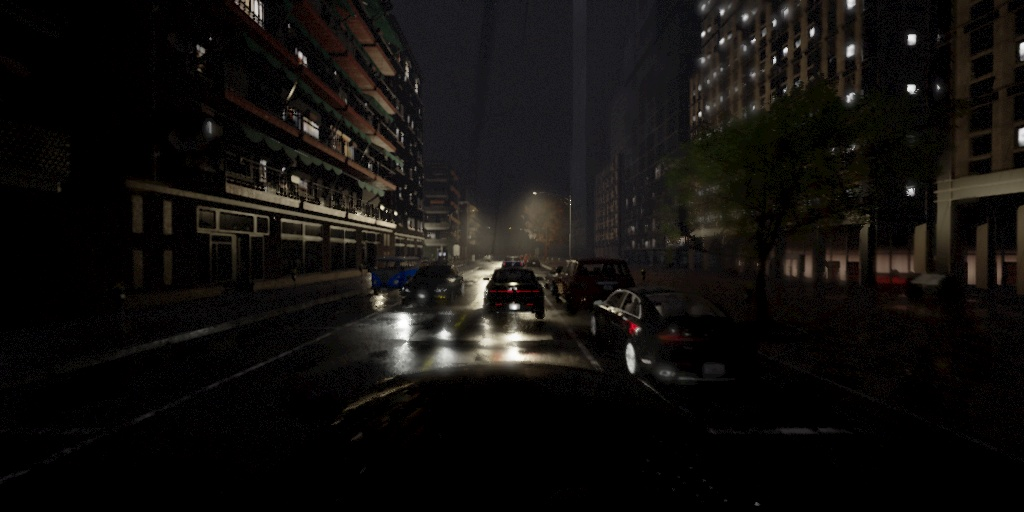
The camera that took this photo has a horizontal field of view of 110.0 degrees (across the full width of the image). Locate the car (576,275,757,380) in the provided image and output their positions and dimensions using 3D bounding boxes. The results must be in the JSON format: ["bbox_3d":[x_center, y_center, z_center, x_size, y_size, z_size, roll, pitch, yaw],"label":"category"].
[{"bbox_3d":[2.690,1.246,6.953,2.007,1.370,4.403,0,0,0],"label":"car"}]

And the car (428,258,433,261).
[{"bbox_3d":[-5.693,1.055,23.350,1.751,1.417,4.829,0,0,0],"label":"car"}]

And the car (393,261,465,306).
[{"bbox_3d":[-3.102,1.121,14.818,1.837,1.490,4.892,0,1,0],"label":"car"}]

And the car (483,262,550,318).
[{"bbox_3d":[0.046,1.144,12.444,1.837,1.490,4.892,0,1,-1],"label":"car"}]

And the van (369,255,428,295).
[{"bbox_3d":[-5.692,0.925,17.997,1.690,1.789,3.998,0,0,0],"label":"van"}]

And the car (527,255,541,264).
[{"bbox_3d":[2.685,0.886,45.611,1.948,1.339,4.313,0,0,0],"label":"car"}]

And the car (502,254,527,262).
[{"bbox_3d":[0.095,0.772,34.865,2.097,1.767,4.553,0,1,0],"label":"car"}]

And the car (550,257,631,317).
[{"bbox_3d":[2.689,0.954,12.476,2.192,1.841,5.009,0,0,0],"label":"car"}]
